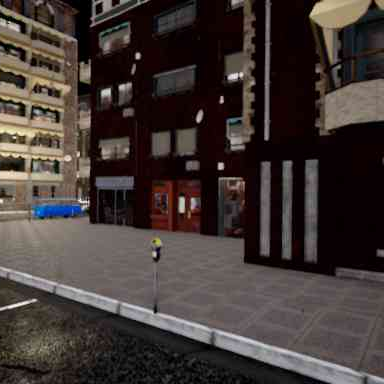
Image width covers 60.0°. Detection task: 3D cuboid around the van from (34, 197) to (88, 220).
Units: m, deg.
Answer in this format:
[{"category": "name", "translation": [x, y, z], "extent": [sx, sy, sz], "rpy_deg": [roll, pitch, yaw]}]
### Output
[{"category": "van", "translation": [-11.372, 1.444, 28.471], "extent": [1.690, 1.788, 3.998], "rpy_deg": [-1, -1, 35]}]

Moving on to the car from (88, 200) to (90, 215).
[{"category": "car", "translation": [-8.307, 1.773, 33.084], "extent": [1.947, 1.339, 4.313], "rpy_deg": [-1, -1, 35]}]

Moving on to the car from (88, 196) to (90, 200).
[{"category": "car", "translation": [-11.206, 1.420, 38.912], "extent": [2.150, 2.045, 5.566], "rpy_deg": [1, -1, 35]}]

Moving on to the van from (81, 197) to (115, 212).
[{"category": "van", "translation": [-11.939, 1.557, 42.393], "extent": [1.690, 1.788, 3.998], "rpy_deg": [0, -1, 35]}]
